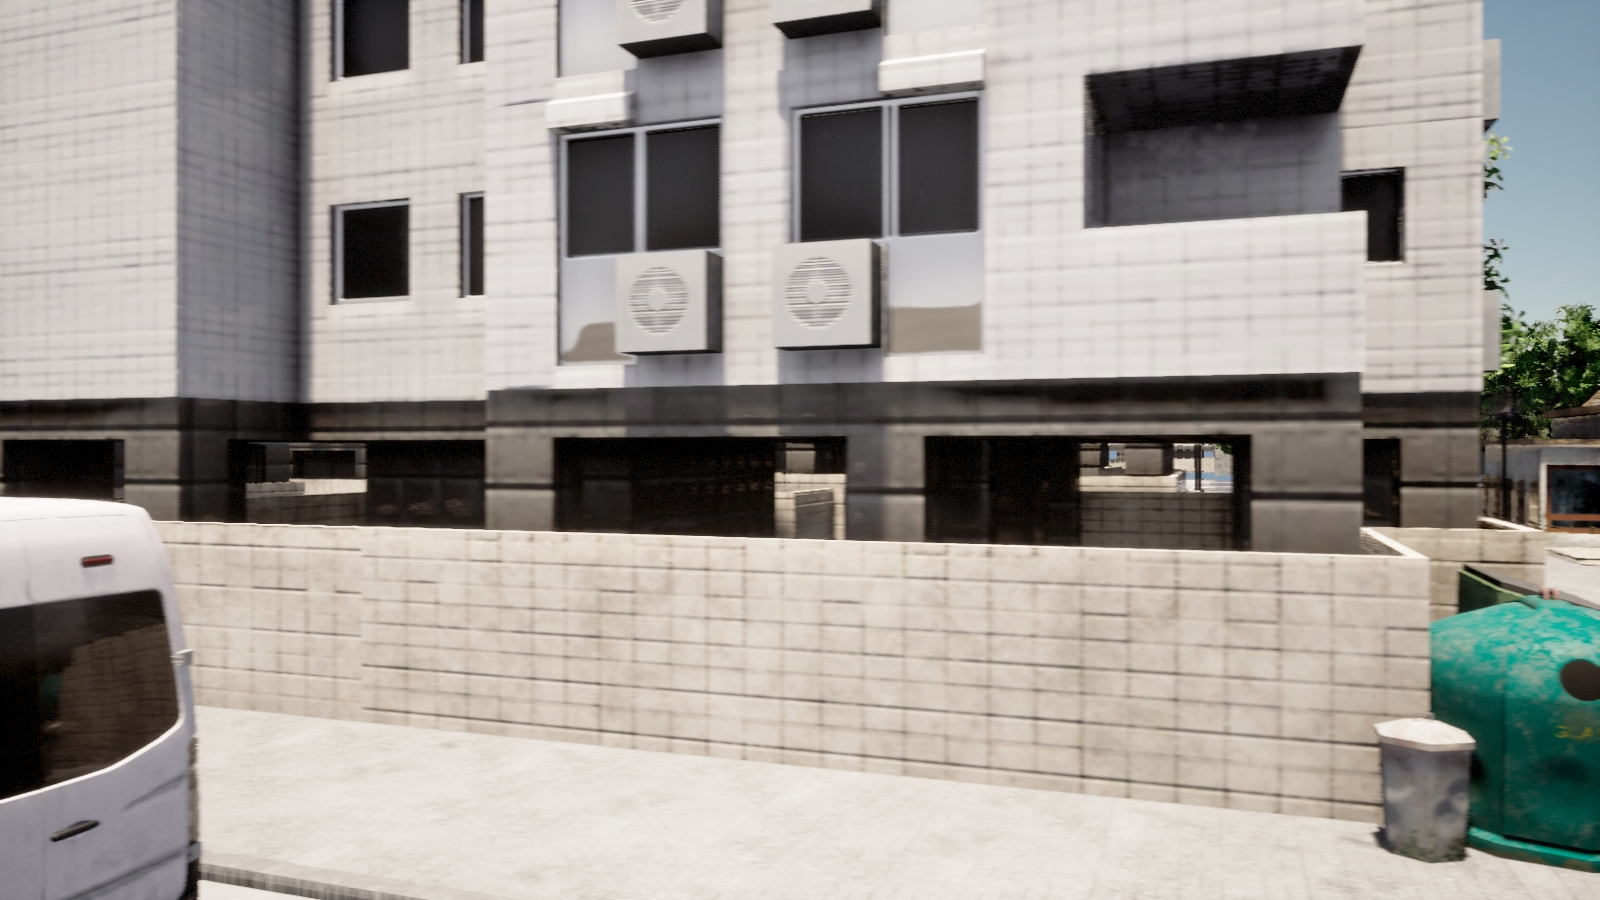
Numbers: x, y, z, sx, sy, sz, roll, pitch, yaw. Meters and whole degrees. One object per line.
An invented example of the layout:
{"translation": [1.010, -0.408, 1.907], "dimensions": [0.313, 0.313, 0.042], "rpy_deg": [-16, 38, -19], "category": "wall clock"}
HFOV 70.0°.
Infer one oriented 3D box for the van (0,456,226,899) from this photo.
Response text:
{"translation": [-6.146, 1.314, 6.084], "dimensions": [5.915, 2.561, 1.988], "rpy_deg": [0, 0, 20], "category": "van"}
